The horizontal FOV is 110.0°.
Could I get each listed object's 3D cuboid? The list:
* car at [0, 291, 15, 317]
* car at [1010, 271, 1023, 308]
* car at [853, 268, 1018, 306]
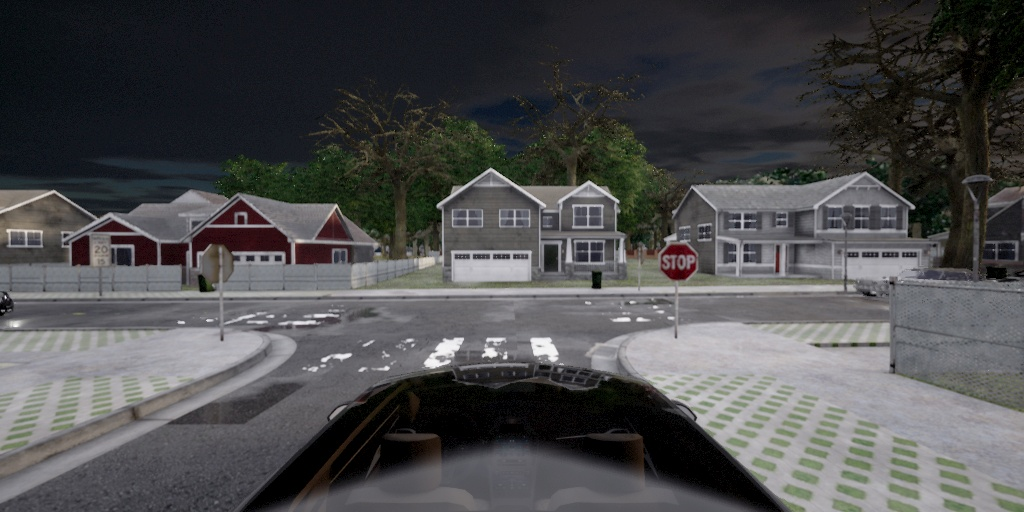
[{"bbox_3d":[-19.529,1.429,11.699,4.902,1.511,2.128,0,1,0],"label":"car"},{"bbox_3d":[19.409,1.105,11.993,4.892,1.490,1.837,-1,1,0],"label":"car"},{"bbox_3d":[17.235,1.175,14.898,4.718,1.301,1.895,-1,1,0],"label":"car"}]
